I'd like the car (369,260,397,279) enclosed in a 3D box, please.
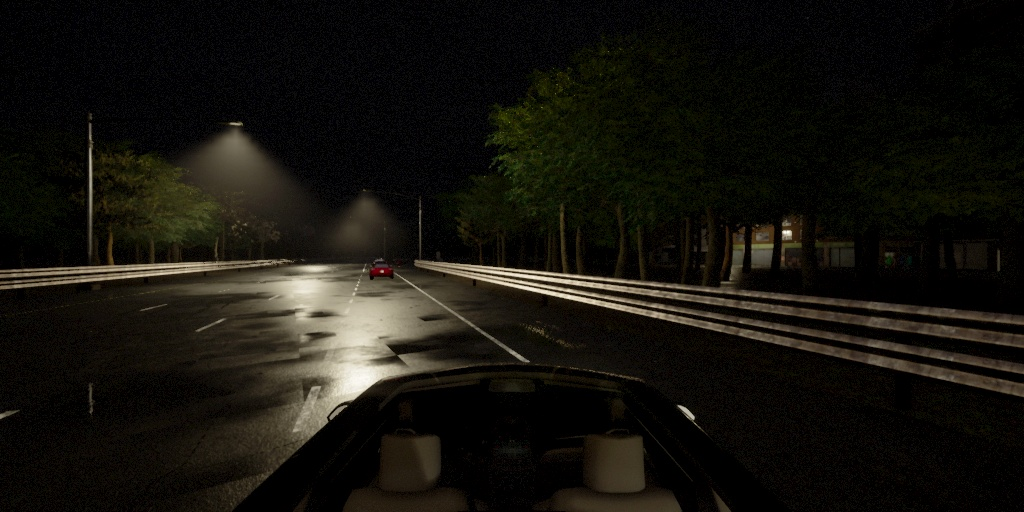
[{"bbox_3d":[-12.006,1.308,32.894,1.994,1.385,4.181,0,0,-22],"label":"car"}]
